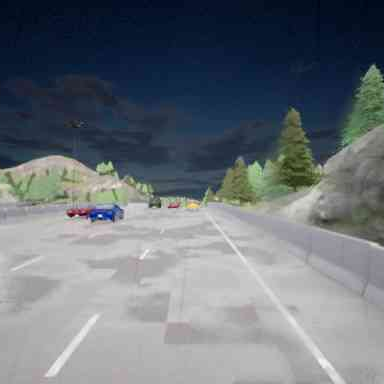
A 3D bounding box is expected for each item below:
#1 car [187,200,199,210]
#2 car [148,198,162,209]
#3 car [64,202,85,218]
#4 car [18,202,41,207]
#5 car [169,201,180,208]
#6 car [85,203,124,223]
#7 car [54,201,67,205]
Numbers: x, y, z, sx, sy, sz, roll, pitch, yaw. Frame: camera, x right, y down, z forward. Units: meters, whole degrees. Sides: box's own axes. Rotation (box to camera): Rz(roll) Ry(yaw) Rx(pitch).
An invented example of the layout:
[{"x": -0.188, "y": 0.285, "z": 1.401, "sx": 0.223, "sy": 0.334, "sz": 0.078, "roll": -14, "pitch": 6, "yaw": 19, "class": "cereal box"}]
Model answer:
[{"x": 0.105, "y": 2.096, "z": 53.500, "sx": 1.801, "sy": 1.575, "sz": 5.366, "roll": 0, "pitch": -1, "yaw": 0, "class": "car"}, {"x": -6.894, "y": 2.077, "z": 62.695, "sx": 2.150, "sy": 2.045, "sz": 5.566, "roll": 0, "pitch": -1, "yaw": 0, "class": "car"}, {"x": -10.397, "y": 1.848, "z": 32.234, "sx": 1.895, "sy": 1.301, "sz": 4.718, "roll": 0, "pitch": -1, "yaw": 0, "class": "car"}, {"x": -24.497, "y": 2.137, "z": 50.257, "sx": 1.994, "sy": 1.385, "sz": 4.181, "roll": 0, "pitch": -1, "yaw": 0, "class": "car"}, {"x": -3.395, "y": 2.462, "z": 64.589, "sx": 1.994, "sy": 1.385, "sz": 4.181, "roll": 0, "pitch": -1, "yaw": 0, "class": "car"}, {"x": -6.899, "y": 1.661, "z": 27.445, "sx": 1.882, "sy": 1.535, "sz": 5.008, "roll": 0, "pitch": -1, "yaw": 0, "class": "car"}, {"x": -20.985, "y": 2.199, "z": 53.957, "sx": 2.033, "sy": 1.411, "sz": 5.357, "roll": 0, "pitch": -1, "yaw": -1, "class": "car"}]
